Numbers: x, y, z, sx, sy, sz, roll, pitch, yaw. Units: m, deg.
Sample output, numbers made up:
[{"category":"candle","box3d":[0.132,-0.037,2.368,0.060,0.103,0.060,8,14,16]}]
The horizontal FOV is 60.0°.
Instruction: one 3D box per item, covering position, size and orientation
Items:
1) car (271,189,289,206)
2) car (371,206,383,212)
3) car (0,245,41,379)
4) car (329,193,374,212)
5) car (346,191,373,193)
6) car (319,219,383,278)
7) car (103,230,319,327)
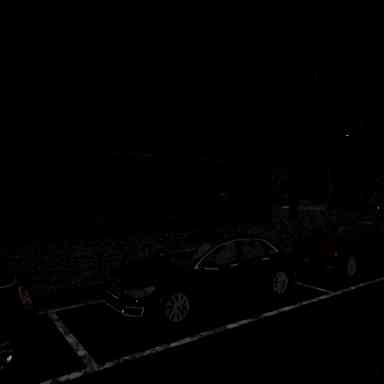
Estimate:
[{"category":"car","box3d":[10.178,0.708,41.057,2.150,2.045,5.566,0,1,-35]},{"category":"car","box3d":[9.260,1.441,13.268,4.097,1.590,1.967,0,0,-36]},{"category":"car","box3d":[-4.061,1.440,3.752,4.097,1.590,1.967,0,0,-36]},{"category":"car","box3d":[15.961,1.171,32.991,2.128,1.511,4.902,0,1,-36]},{"category":"car","box3d":[17.707,0.871,36.046,2.150,2.045,5.566,0,1,-36]},{"category":"car","box3d":[4.820,1.545,10.096,4.507,1.381,1.887,0,0,-36]},{"category":"car","box3d":[0.379,1.551,6.924,4.403,1.369,2.008,0,0,-36]}]
